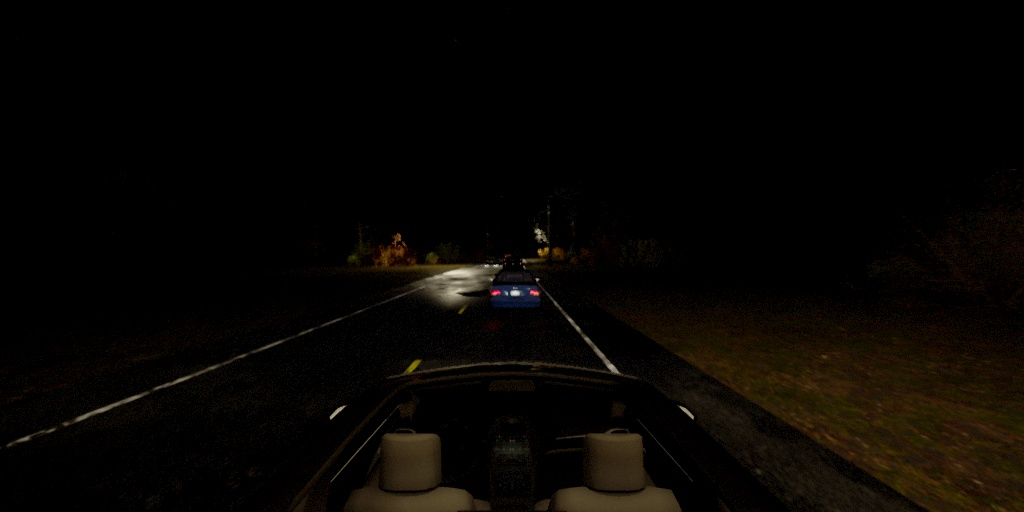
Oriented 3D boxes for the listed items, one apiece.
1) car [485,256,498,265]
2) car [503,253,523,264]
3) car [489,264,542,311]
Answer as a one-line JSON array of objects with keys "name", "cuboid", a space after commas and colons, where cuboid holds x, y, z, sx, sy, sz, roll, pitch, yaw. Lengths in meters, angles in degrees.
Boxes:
[{"name": "car", "cuboid": [-3.537, 0.747, 62.401, 1.882, 1.535, 5.008, 0, 0, 1]}, {"name": "car", "cuboid": [0.099, 0.811, 38.275, 2.097, 1.767, 4.553, 0, 0, 0]}, {"name": "car", "cuboid": [0.099, 1.201, 13.808, 2.033, 1.411, 5.357, 0, 0, 0]}]
